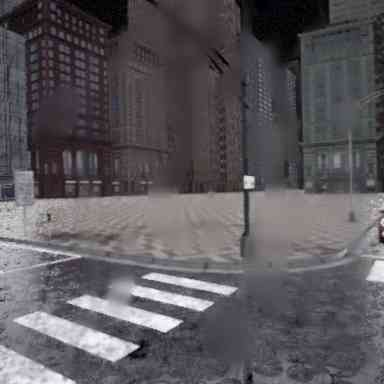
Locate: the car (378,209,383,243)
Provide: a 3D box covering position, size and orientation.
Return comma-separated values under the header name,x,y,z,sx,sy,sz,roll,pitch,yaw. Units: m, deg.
name,x,y,z,sx,sy,sz,roll,pitch,yaw
car,9.054,1.092,13.749,2.097,1.767,4.553,-1,0,34
